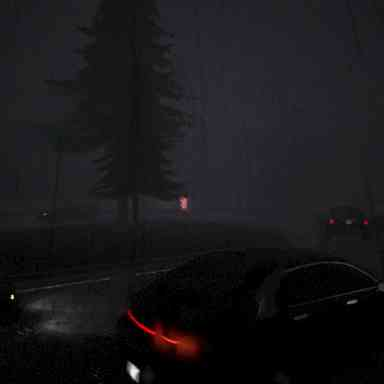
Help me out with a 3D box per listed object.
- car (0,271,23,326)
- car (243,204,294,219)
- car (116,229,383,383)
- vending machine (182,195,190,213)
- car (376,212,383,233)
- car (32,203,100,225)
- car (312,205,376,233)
[{"bbox_3d":[-5.289,1.526,4.359,5.357,1.411,2.033,1,0,-34],"label":"car"},{"bbox_3d":[7.452,1.862,32.730,4.718,1.301,1.895,0,0,35],"label":"car"},{"bbox_3d":[1.389,1.544,4.706,4.892,1.490,1.837,1,0,-35],"label":"car"},{"bbox_3d":[-0.732,1.425,39.485,0.880,2.100,1.100,0,0,2],"label":"vending machine"},{"bbox_3d":[11.648,1.779,19.102,1.994,1.385,4.181,1,0,2],"label":"car"},{"bbox_3d":[-9.217,1.558,24.711,2.128,1.511,4.902,0,-1,42],"label":"car"},{"bbox_3d":[8.063,1.531,18.259,2.097,1.767,4.553,0,0,11],"label":"car"}]
